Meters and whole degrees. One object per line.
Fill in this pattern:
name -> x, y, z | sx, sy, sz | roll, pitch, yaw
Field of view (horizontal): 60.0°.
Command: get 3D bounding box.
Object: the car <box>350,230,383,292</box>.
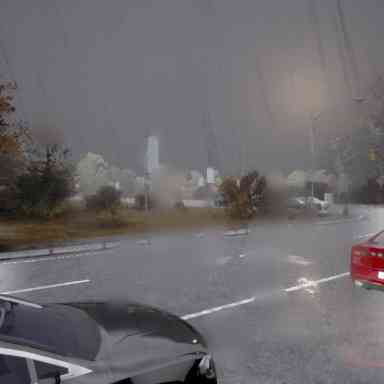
car -> 5.726, 1.445, 7.825 | 5.008, 1.535, 1.882 | 0, 0, -35

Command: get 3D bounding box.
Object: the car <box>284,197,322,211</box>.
car -> 11.132, 1.334, 37.020 | 2.033, 1.411, 5.357 | -1, 0, -39

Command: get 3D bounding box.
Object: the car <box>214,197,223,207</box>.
car -> 5.076, 1.296, 44.572 | 1.837, 1.490, 4.892 | -1, 0, -39

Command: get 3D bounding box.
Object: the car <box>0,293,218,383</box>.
car -> -1.990, 1.492, 2.310 | 4.902, 1.511, 2.128 | 0, 0, -35

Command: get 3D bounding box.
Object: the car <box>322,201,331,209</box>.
car -> 13.918, 1.282, 39.172 | 1.812, 1.442, 4.674 | -1, 0, -39
